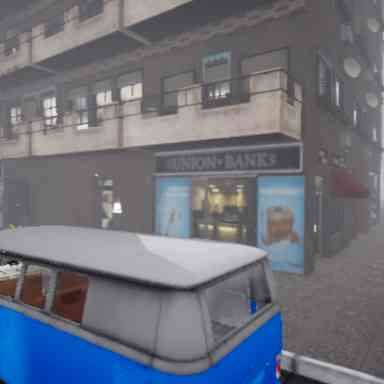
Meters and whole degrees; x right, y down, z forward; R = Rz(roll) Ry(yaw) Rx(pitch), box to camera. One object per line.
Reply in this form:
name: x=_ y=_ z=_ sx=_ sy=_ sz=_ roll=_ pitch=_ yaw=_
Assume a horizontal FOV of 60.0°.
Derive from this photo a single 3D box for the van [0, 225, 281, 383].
van: x=-1.058 y=1.342 z=3.619 sx=3.998 sy=1.788 sz=1.690 roll=0 pitch=1 yaw=36
